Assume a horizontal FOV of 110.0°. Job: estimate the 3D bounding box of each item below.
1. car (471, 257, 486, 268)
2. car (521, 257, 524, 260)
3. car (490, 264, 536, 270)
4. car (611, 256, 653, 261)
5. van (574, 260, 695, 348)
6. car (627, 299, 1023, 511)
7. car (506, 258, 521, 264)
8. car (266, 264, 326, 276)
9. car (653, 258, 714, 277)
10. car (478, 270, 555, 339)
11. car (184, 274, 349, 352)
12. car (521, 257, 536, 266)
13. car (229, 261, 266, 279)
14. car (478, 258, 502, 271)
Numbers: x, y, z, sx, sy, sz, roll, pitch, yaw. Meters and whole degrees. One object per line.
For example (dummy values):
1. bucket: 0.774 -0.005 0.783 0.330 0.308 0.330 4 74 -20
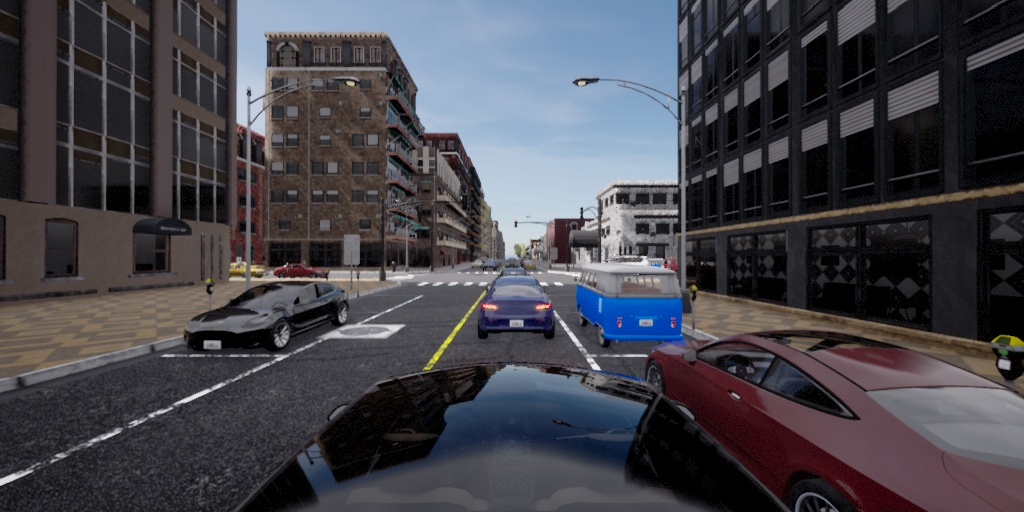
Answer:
1. car: -5.687 1.289 59.114 1.751 1.417 4.829 0 0 0
2. car: 2.695 1.351 64.824 1.802 1.307 4.207 0 0 0
3. car: 0.093 1.310 18.411 1.994 1.385 4.181 0 0 0
4. car: 10.898 1.017 35.801 5.566 2.045 2.150 0 0 3
5. van: 2.657 1.088 8.959 1.690 1.789 3.998 0 0 0
6. car: 2.657 1.331 3.270 1.802 1.307 4.207 0 0 0
7. car: 0.030 1.361 53.946 1.895 1.301 4.718 0 0 1
8. car: -17.465 1.270 29.768 4.207 1.307 1.802 0 0 0
9. car: 14.921 1.094 29.843 5.009 1.841 2.192 0 0 0
10. car: 0.101 1.273 9.959 1.812 1.442 4.674 0 0 0
11. car: -5.690 1.313 8.986 1.948 1.339 4.313 0 0 0
12. car: 2.694 1.285 53.916 1.751 1.417 4.829 0 0 0
13. car: -22.958 1.202 29.755 4.829 1.417 1.751 0 0 0
14. car: -3.058 1.305 50.592 2.033 1.411 5.357 0 0 3
